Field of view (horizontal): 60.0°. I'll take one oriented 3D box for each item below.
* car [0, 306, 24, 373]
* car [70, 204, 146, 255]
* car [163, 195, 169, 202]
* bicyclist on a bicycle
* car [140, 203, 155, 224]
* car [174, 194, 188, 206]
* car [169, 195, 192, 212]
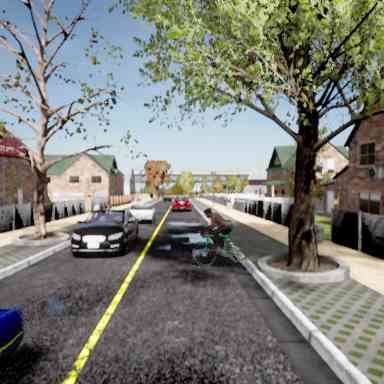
[{"bbox_3d":[-2.844,1.593,1.691,1.895,1.301,4.718,0,0,-2],"label":"car"},{"bbox_3d":[-3.242,1.430,13.079,2.128,1.511,4.902,0,0,-2],"label":"car"},{"bbox_3d":[-5.108,1.363,69.387,1.895,1.301,4.718,0,0,-2],"label":"car"},{"bbox_3d":[0.748,1.261,9.563,1.656,1.620,0.582,-11,-5,10],"label":"bicyclist on a bicycle"},{"bbox_3d":[-3.597,1.497,23.488,1.895,1.301,4.718,0,0,-4],"label":"car"},{"bbox_3d":[-1.624,1.168,50.026,2.097,1.767,4.553,0,0,-2],"label":"car"},{"bbox_3d":[-1.145,1.202,36.844,2.097,1.767,4.553,0,0,-2],"label":"car"}]
